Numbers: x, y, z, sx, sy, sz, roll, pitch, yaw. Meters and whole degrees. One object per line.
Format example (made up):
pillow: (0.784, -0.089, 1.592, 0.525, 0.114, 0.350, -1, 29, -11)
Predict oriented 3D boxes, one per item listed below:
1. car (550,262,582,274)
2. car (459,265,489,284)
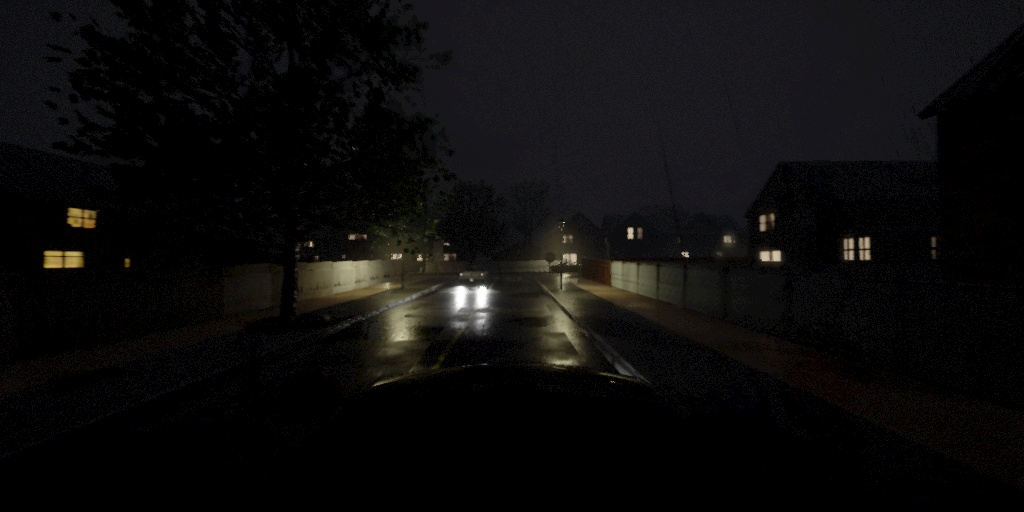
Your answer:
car: (6.338, 1.244, 37.170, 4.718, 1.301, 1.895, -1, -1, 0)
car: (-2.773, 1.364, 26.928, 1.895, 1.301, 4.718, 0, 0, 0)
